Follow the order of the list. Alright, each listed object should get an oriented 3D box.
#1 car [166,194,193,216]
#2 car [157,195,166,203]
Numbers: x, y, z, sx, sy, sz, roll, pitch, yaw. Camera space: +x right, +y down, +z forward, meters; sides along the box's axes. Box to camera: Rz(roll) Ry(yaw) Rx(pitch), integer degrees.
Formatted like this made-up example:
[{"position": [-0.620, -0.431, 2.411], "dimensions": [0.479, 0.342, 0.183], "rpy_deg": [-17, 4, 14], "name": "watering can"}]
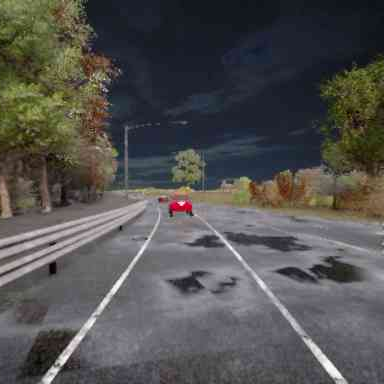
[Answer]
[{"position": [-1.210, 1.225, 32.792], "dimensions": [2.150, 2.045, 5.566], "rpy_deg": [0, 0, -6], "name": "car"}, {"position": [-5.984, 1.412, 67.324], "dimensions": [1.882, 1.535, 5.008], "rpy_deg": [0, 0, -11], "name": "car"}]
